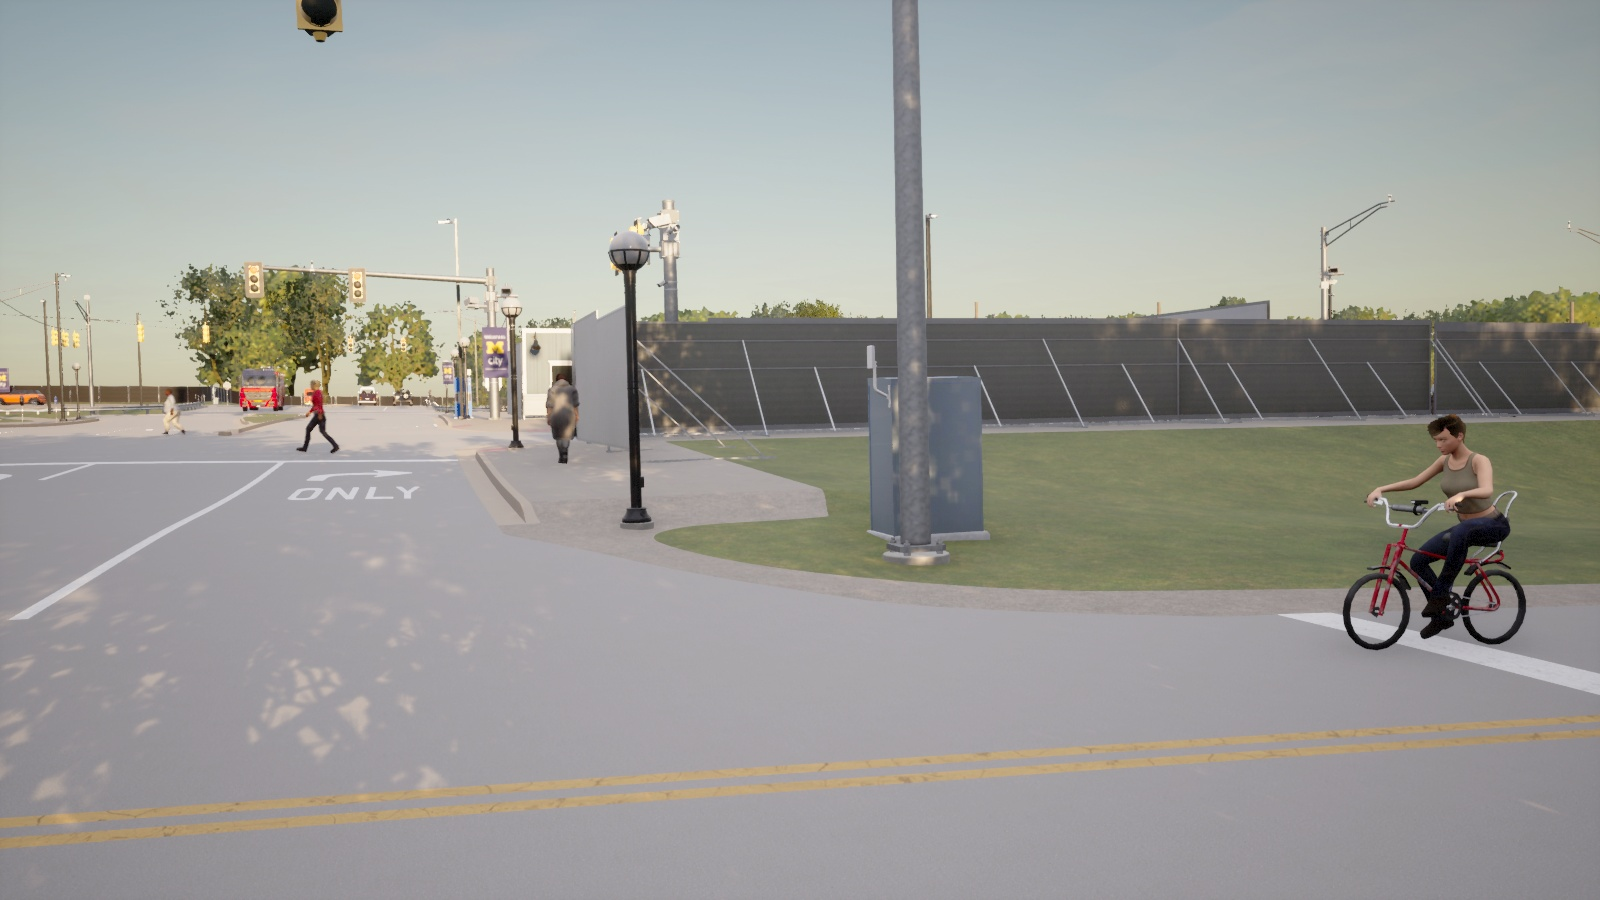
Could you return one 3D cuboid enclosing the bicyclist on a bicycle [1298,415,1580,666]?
[{"bbox_3d":[4.374,0.569,8.650,1.509,1.612,0.866,0,1,-14],"label":"bicyclist on a bicycle"}]

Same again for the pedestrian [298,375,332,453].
[{"bbox_3d":[-11.672,-0.862,30.214,0.636,1.846,0.331,-2,2,-8],"label":"pedestrian"}]

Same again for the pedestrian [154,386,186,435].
[{"bbox_3d":[-24.216,-1.531,48.278,0.900,1.855,0.874,-2,2,-15],"label":"pedestrian"}]

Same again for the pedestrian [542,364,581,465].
[{"bbox_3d":[-4.724,-0.699,24.847,0.659,1.952,0.873,-2,2,-13],"label":"pedestrian"}]
